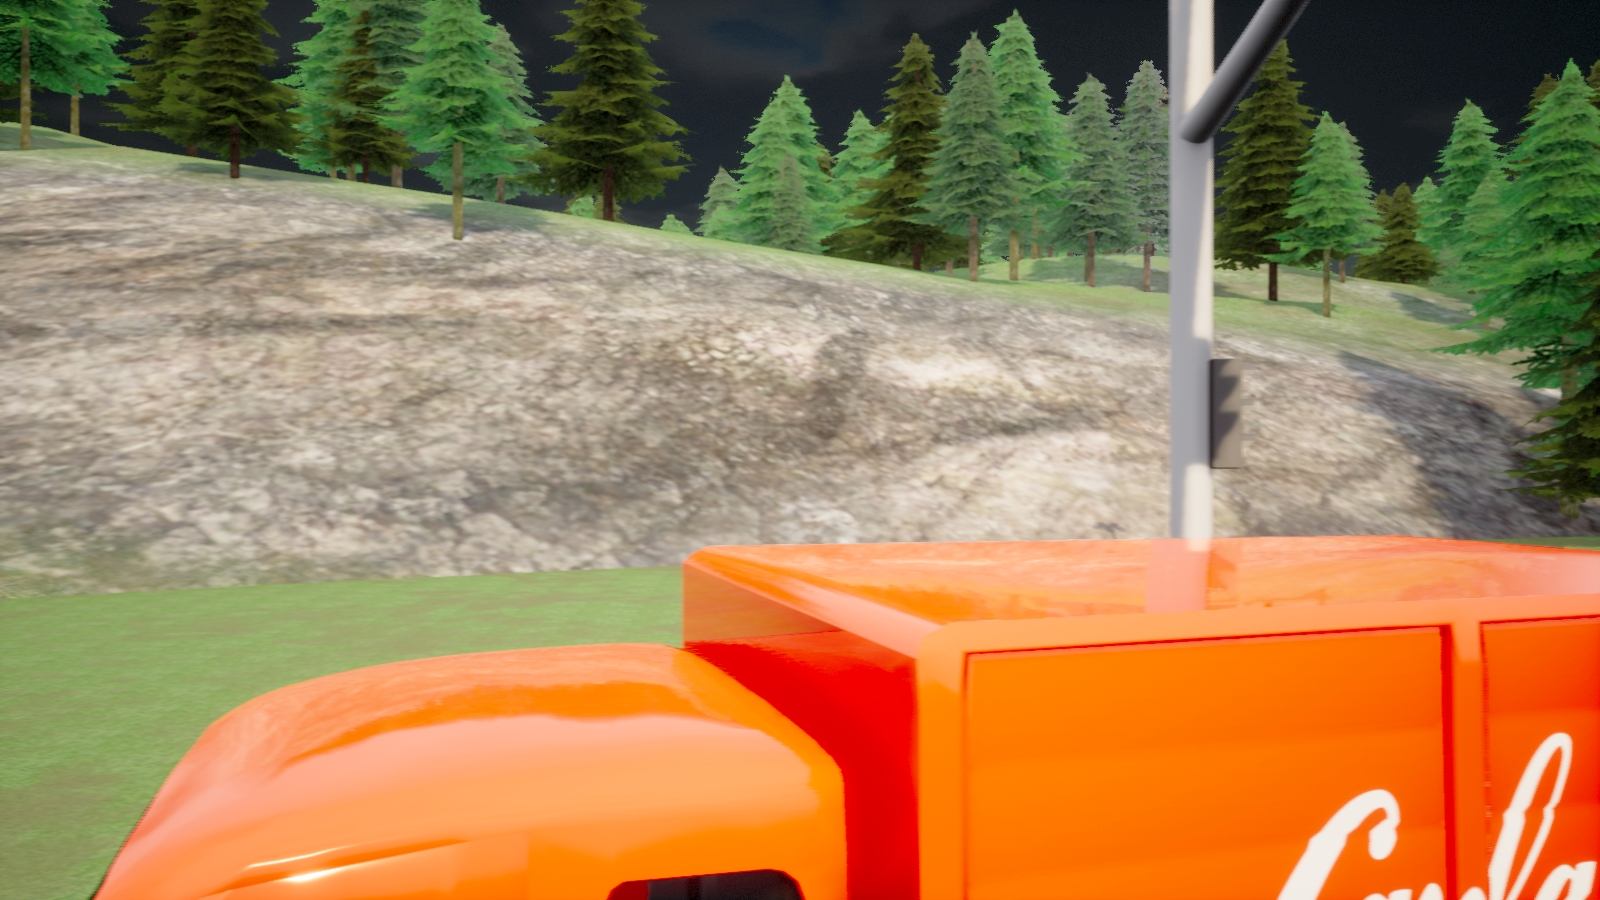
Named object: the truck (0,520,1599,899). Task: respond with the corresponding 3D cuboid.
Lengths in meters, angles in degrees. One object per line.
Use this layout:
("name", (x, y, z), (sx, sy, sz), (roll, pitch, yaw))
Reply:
("truck", (0.641, 1.568, 3.486), (5.204, 2.467, 2.627), (0, 0, -19))
